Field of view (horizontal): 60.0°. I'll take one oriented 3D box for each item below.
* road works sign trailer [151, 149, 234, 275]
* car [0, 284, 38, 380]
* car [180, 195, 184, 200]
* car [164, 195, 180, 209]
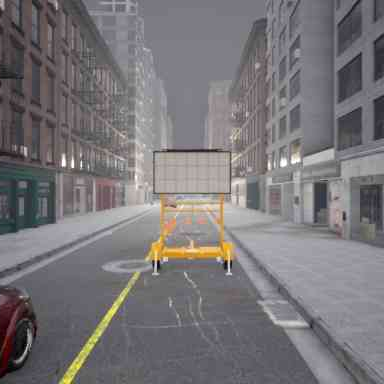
[{"bbox_3d":[0.009,0.462,10.413,2.380,3.560,2.880,0,0,0],"label":"road works sign trailer"},{"bbox_3d":[-3.099,1.564,2.847,1.994,1.385,4.181,0,0,0],"label":"car"},{"bbox_3d":[-2.976,1.470,89.574,2.033,1.411,5.357,0,0,0],"label":"car"},{"bbox_3d":[-3.087,1.455,45.243,1.882,1.535,5.008,0,0,0],"label":"car"}]
